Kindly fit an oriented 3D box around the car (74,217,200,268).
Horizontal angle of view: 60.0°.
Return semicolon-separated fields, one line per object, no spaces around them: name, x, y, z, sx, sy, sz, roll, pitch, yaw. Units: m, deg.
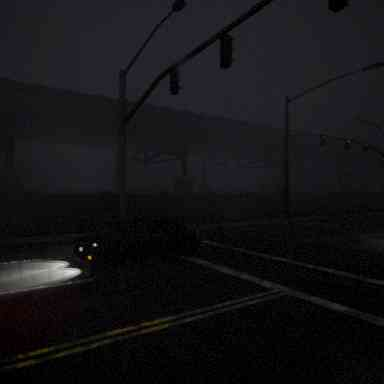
car;-1.764;1.563;11.327;4.181;1.385;1.994;0;0;-35
